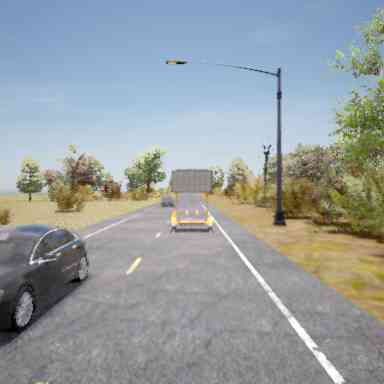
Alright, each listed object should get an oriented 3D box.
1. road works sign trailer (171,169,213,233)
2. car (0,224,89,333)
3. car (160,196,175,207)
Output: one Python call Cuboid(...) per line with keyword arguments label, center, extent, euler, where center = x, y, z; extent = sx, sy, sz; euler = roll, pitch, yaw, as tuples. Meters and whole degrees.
Cuboid(label="road works sign trailer", center=(0.000, 0.436, 19.467), extent=(2.380, 3.560, 2.880), euler=(0, 0, 0))
Cuboid(label="car", center=(-3.600, 1.496, 6.842), extent=(1.837, 1.490, 4.892), euler=(0, 0, 0))
Cuboid(label="car", center=(-3.581, 1.408, 48.530), extent=(1.837, 1.490, 4.892), euler=(0, 0, 0))
